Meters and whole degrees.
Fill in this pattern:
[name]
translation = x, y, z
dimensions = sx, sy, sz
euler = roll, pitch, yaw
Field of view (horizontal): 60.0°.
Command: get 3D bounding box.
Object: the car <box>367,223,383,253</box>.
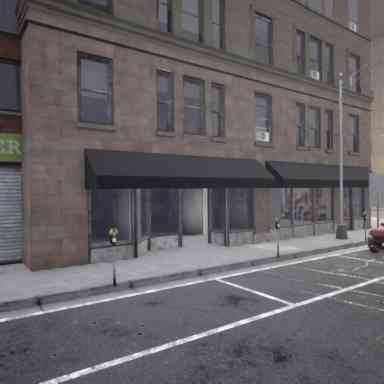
[car]
translation = 8.377, 1.541, 12.566
dimensions = 4.507, 1.381, 1.887
euler = 0, -1, -36
